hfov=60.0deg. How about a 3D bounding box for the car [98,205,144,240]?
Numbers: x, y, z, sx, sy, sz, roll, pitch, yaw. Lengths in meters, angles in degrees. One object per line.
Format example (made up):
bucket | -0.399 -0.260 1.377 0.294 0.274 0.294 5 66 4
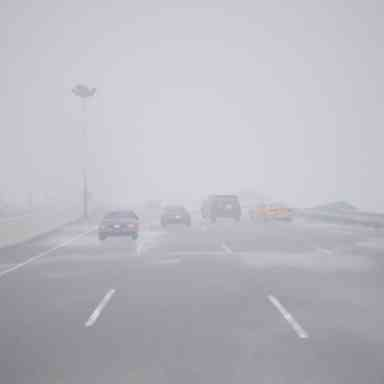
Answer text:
car | -3.740 1.618 17.586 2.033 1.411 5.357 -1 0 -8

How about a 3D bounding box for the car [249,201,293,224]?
car | 5.744 1.432 24.700 1.882 1.535 5.008 0 0 -8

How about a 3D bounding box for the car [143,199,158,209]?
car | -5.843 1.699 48.068 1.994 1.385 4.181 -1 0 -15

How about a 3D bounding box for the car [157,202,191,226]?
car | -1.255 1.610 23.846 1.994 1.385 4.181 -1 0 -8

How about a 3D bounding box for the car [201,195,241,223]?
car | 2.189 1.225 26.139 2.150 2.045 5.566 0 0 -9
